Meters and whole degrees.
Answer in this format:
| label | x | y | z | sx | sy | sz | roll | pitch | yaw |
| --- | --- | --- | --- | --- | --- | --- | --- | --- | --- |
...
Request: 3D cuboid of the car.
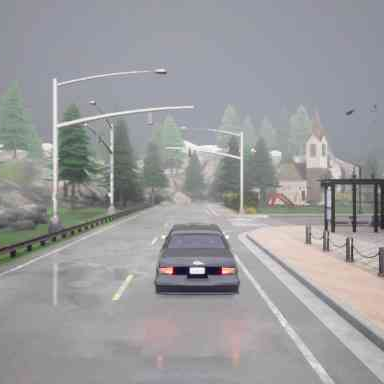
| label | x | y | z | sx | sy | sz | roll | pitch | yaw |
| --- | --- | --- | --- | --- | --- | --- | --- | --- | --- |
| car | 0.098 | 1.547 | 8.849 | 2.033 | 1.411 | 5.357 | 0 | 0 | 0 |
